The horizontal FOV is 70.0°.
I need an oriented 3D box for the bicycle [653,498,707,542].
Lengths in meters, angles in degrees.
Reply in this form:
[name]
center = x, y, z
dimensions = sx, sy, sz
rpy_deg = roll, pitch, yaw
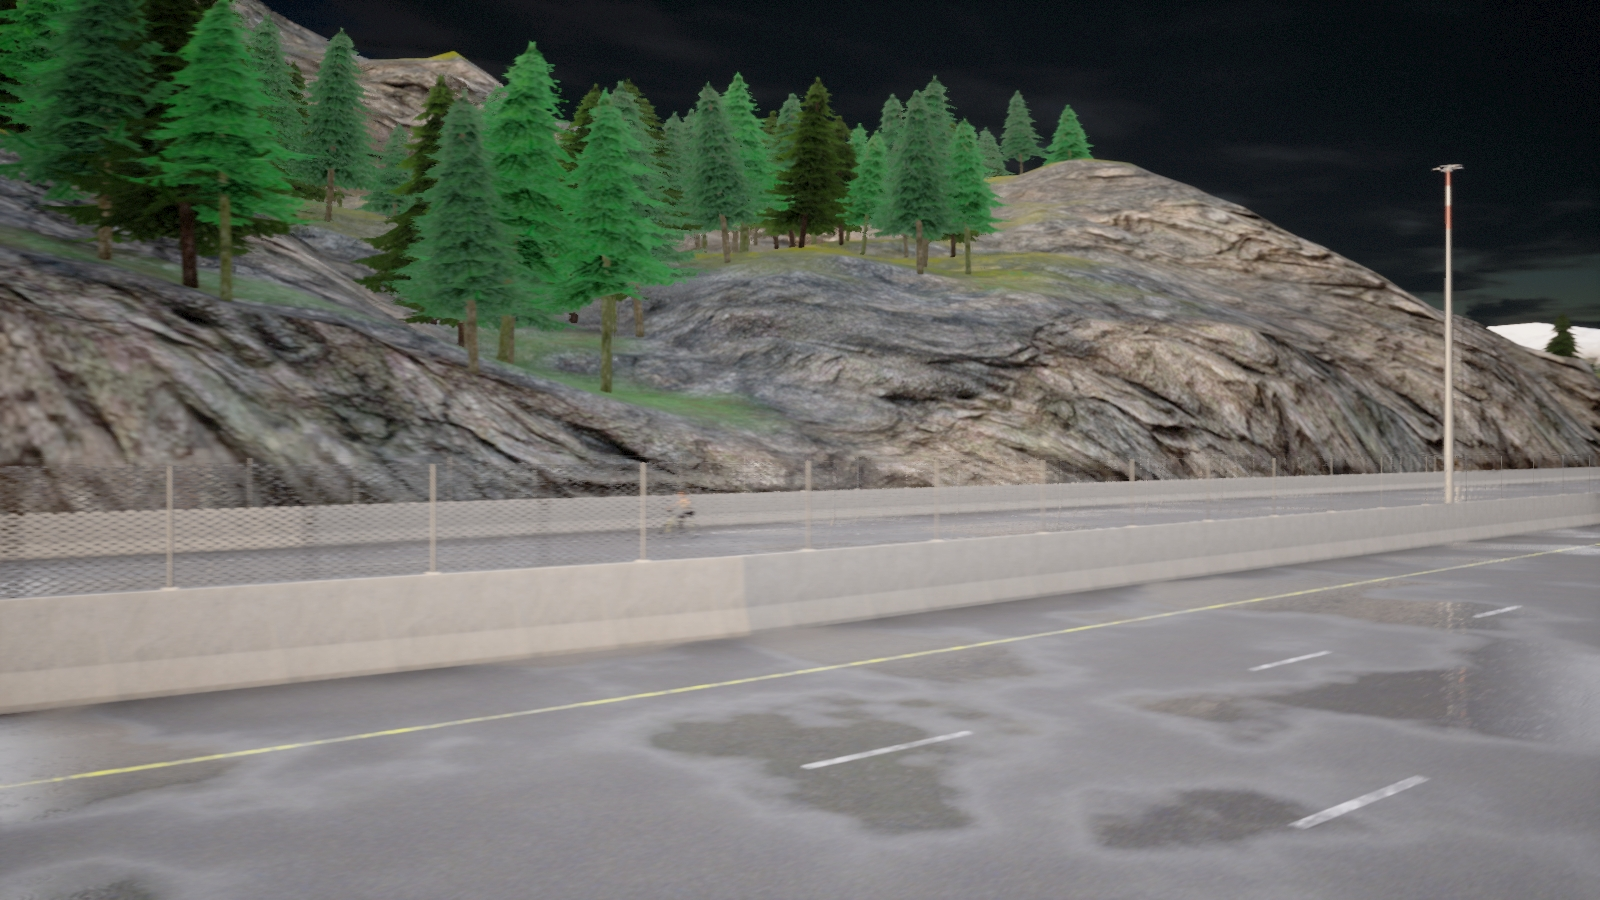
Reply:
[bicycle]
center = -3.794, 2.203, 36.231
dimensions = 1.487, 1.295, 0.859
rpy_deg = 0, 0, -39
